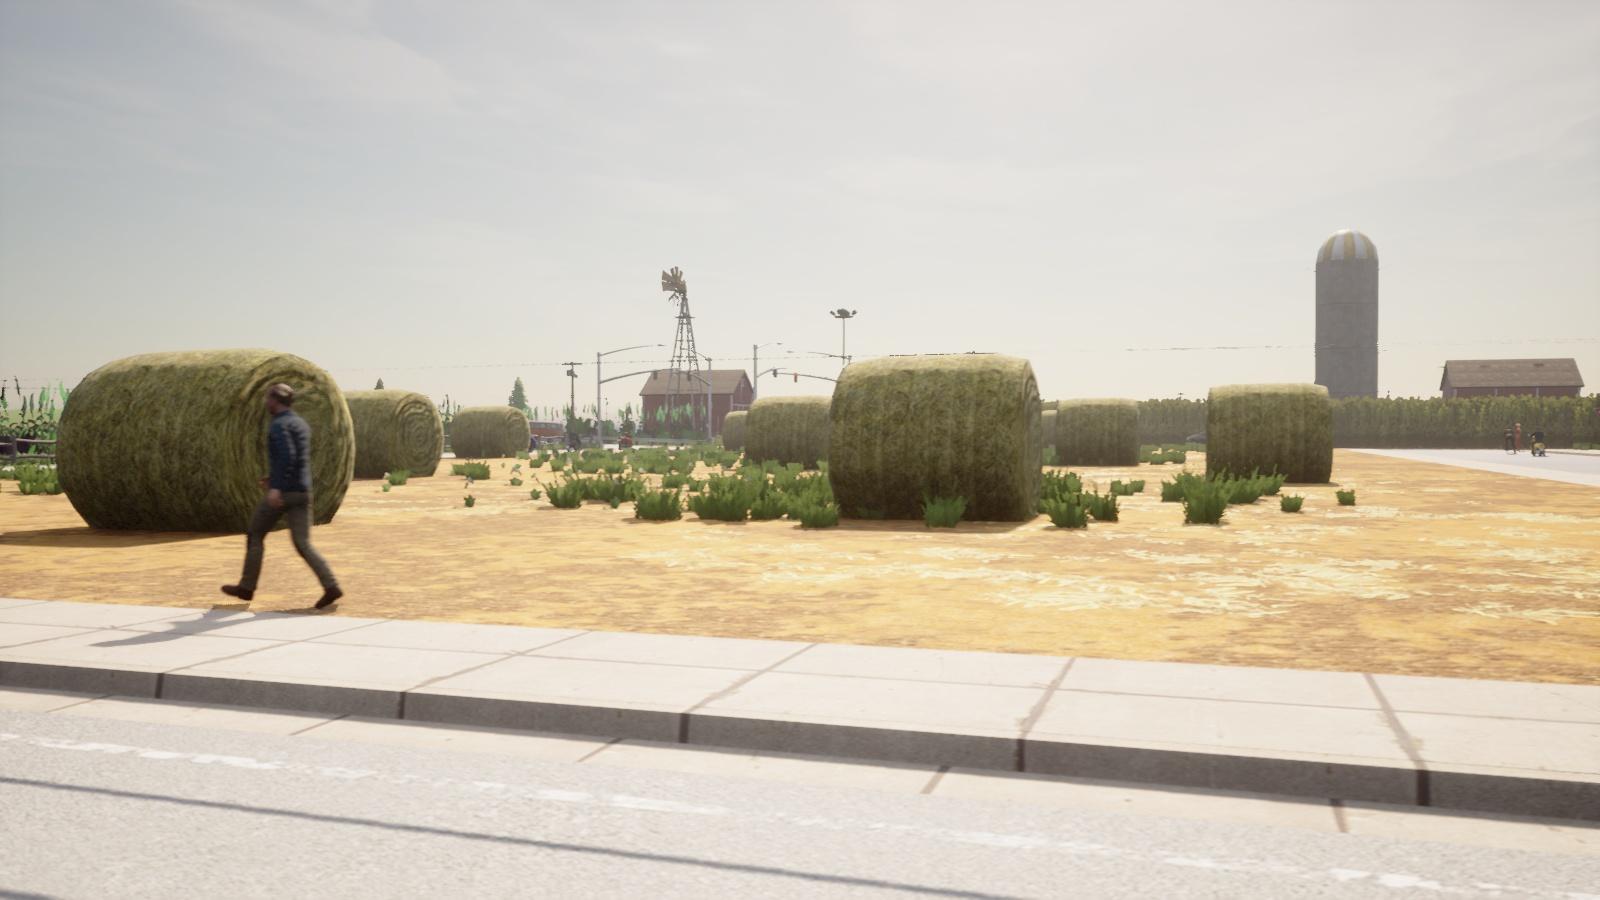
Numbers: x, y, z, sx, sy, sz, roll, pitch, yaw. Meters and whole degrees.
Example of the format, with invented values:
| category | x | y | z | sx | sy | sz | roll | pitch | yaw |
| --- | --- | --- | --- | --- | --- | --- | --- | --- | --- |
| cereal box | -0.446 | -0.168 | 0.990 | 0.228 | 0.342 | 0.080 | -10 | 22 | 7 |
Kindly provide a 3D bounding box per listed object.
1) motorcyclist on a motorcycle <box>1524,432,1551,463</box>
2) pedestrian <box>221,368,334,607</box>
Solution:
| category | x | y | z | sx | sy | sz | roll | pitch | yaw |
| --- | --- | --- | --- | --- | --- | --- | --- | --- | --- |
| motorcyclist on a motorcycle | 39.573 | -0.146 | 67.423 | 0.866 | 1.590 | 1.817 | 1 | 1 | 18 |
| pedestrian | -4.136 | 0.284 | 9.949 | 0.726 | 1.842 | 0.402 | 1 | 1 | 14 |
